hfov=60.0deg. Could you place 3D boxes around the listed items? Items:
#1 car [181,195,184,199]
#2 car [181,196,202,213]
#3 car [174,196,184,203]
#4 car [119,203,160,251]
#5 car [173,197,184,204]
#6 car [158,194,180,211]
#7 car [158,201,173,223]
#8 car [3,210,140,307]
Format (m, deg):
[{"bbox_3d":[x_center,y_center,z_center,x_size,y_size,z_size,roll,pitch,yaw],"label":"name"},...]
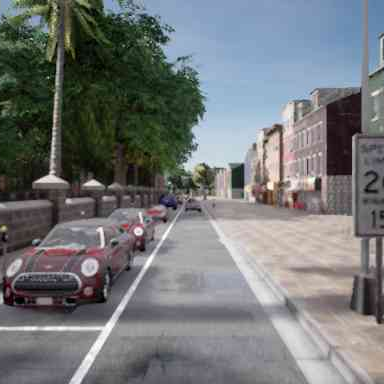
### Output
[{"bbox_3d":[-2.631,1.577,59.148,1.887,1.381,4.507,0,0,0],"label":"car"},{"bbox_3d":[0.105,1.539,37.315,2.033,1.411,5.357,0,0,-1],"label":"car"},{"bbox_3d":[-2.629,1.631,70.526,1.947,1.339,4.313,-1,0,0],"label":"car"},{"bbox_3d":[-2.638,1.425,13.639,1.967,1.590,4.097,0,0,0],"label":"car"},{"bbox_3d":[-2.630,1.599,64.837,2.008,1.369,4.403,-1,0,0],"label":"car"},{"bbox_3d":[-2.972,1.225,41.586,2.150,2.045,5.566,0,0,0],"label":"car"},{"bbox_3d":[-2.637,1.564,25.017,1.802,1.307,4.206,0,0,0],"label":"car"},{"bbox_3d":[-2.640,1.429,7.951,1.967,1.590,4.097,0,0,0],"label":"car"}]
